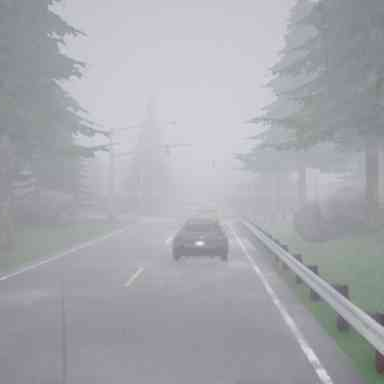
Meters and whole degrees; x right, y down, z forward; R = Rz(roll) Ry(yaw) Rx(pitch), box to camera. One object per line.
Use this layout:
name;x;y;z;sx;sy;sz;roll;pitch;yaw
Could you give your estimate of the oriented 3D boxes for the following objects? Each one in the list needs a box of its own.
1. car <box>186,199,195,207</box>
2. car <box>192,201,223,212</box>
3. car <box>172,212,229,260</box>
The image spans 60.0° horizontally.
car;-0.173;2.117;66.224;1.882;1.535;5.008;0;0;3
car;1.600;1.750;28.684;1.882;1.535;5.008;0;0;11
car;0.398;1.691;13.030;1.994;1.385;4.181;0;0;4
